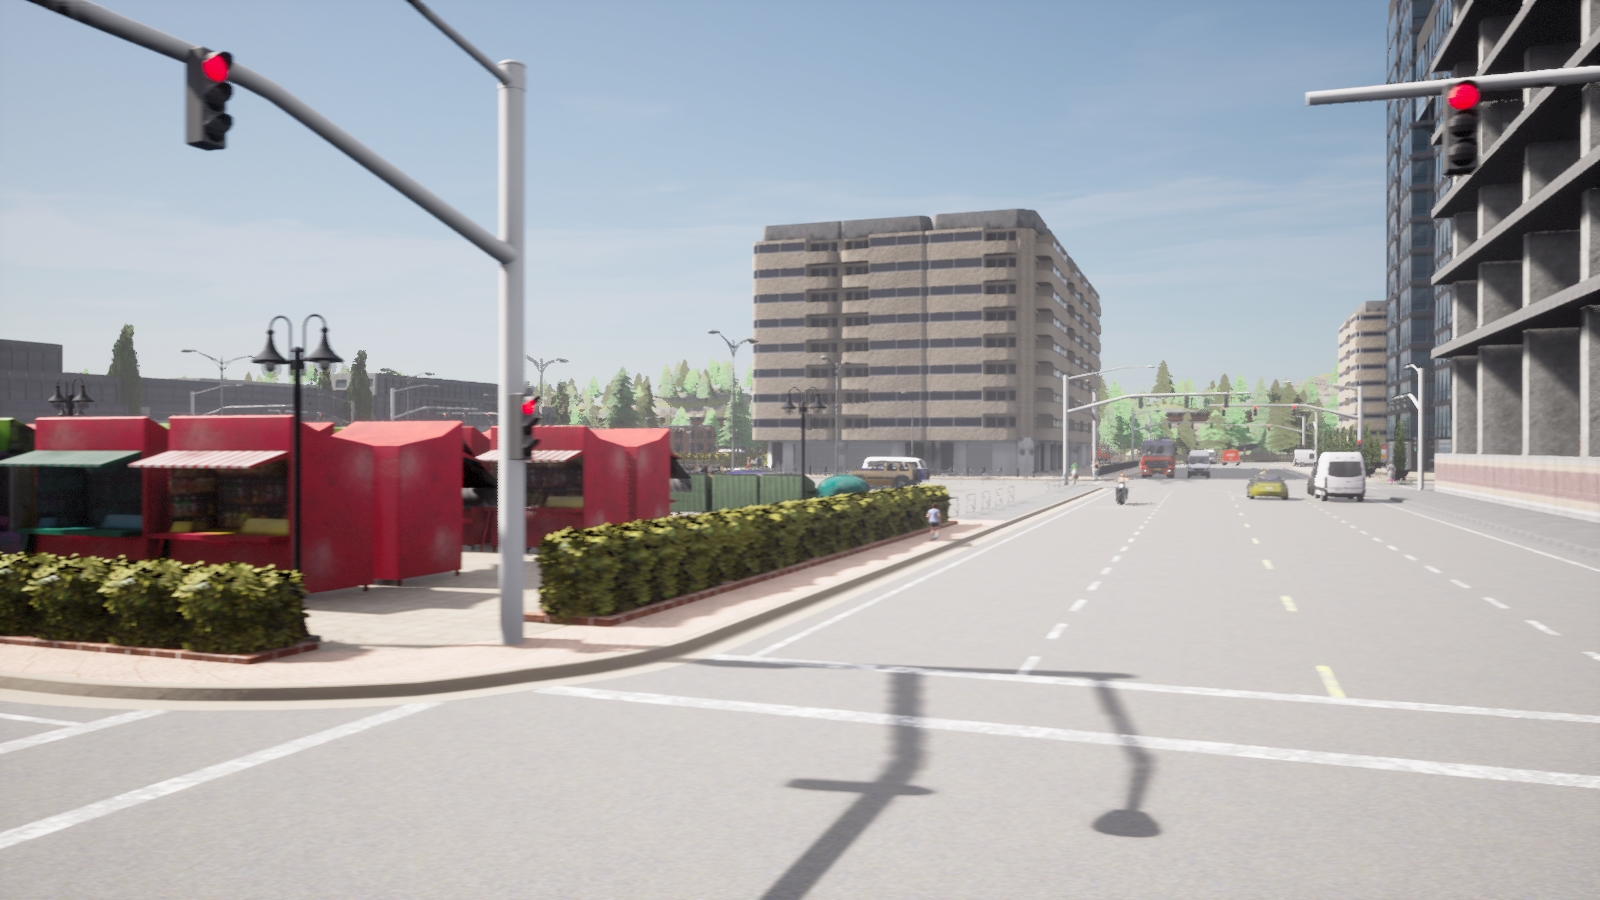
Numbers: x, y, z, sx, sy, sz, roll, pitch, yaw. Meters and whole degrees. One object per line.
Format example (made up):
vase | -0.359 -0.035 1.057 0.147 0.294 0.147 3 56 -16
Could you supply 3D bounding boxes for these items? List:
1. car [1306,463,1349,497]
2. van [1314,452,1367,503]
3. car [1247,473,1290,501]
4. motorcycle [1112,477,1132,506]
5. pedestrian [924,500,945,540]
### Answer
car | 30.976 1.716 67.168 1.905 1.878 3.866 0 0 19
van | 28.732 1.402 60.895 1.988 2.561 5.915 0 0 20
car | 25.570 1.978 62.479 1.994 1.385 4.181 0 0 20
motorcycle | 15.593 2.012 55.306 0.764 1.307 2.356 0 0 20
pedestrian | 3.773 1.959 32.066 0.500 1.100 0.500 0 0 20
